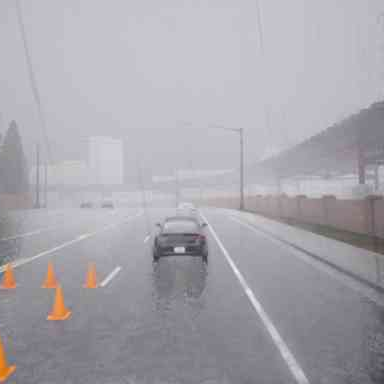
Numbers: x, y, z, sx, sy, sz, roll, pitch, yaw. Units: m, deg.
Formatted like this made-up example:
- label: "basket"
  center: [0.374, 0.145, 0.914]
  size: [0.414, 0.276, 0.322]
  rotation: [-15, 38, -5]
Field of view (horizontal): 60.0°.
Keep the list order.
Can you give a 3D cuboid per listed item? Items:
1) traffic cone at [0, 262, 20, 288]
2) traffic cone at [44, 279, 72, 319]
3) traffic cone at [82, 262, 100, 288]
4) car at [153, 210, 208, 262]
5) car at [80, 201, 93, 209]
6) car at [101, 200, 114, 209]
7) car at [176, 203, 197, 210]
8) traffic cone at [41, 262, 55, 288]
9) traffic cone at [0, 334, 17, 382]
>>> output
- label: "traffic cone"
  center: [-4.468, 2.021, 8.150]
  size: [0.340, 0.580, 0.340]
  rotation: [0, 0, 0]
- label: "traffic cone"
  center: [-2.456, 2.002, 6.163]
  size: [0.340, 0.580, 0.340]
  rotation: [0, 0, 0]
- label: "traffic cone"
  center: [-2.468, 2.013, 8.163]
  size: [0.340, 0.580, 0.340]
  rotation: [0, 0, 0]
- label: "car"
  center: [-0.384, 1.598, 12.376]
  size: [1.812, 1.442, 4.674]
  rotation: [0, 0, 0]
- label: "car"
  center: [-17.997, 2.231, 56.788]
  size: [1.895, 1.301, 4.718]
  rotation: [0, -2, -14]
- label: "car"
  center: [-13.996, 2.107, 55.318]
  size: [2.033, 1.411, 5.357]
  rotation: [0, -2, -12]
- label: "car"
  center: [-0.516, 1.701, 30.422]
  size: [1.812, 1.442, 4.674]
  rotation: [0, 0, -1]
- label: "traffic cone"
  center: [-3.468, 2.017, 8.157]
  size: [0.340, 0.580, 0.340]
  rotation: [0, 0, 0]
- label: "traffic cone"
  center: [-2.443, 1.990, 4.163]
  size: [0.340, 0.580, 0.340]
  rotation: [0, 0, 0]
